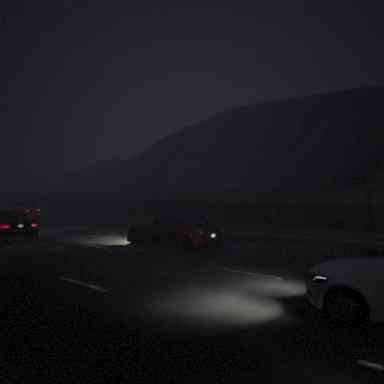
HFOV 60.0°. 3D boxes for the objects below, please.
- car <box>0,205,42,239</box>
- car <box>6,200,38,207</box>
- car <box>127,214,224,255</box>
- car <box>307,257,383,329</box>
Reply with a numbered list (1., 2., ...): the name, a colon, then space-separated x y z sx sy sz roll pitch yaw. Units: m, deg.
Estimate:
1. car: -9.529 1.575 16.679 5.357 1.411 2.033 0 0 44
2. car: -13.300 1.395 25.527 2.097 1.767 4.553 0 0 -43
3. car: -0.755 1.592 13.659 4.181 1.385 1.994 0 0 39
4. car: 4.295 1.541 5.325 4.674 1.442 1.812 0 0 35
